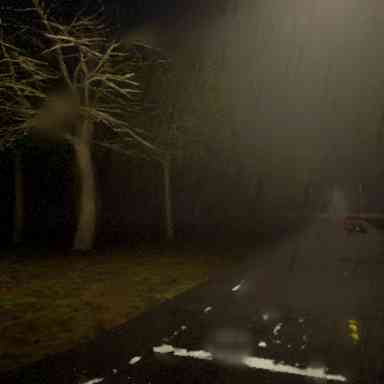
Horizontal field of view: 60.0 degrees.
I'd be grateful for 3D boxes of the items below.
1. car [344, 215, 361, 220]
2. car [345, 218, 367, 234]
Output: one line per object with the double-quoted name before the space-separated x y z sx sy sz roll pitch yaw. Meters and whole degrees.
"car" 22.950 4.300 47.274 2.150 2.045 5.566 -3 -4 24
"car" 19.843 4.262 40.068 1.994 1.385 4.181 -3 -4 25
